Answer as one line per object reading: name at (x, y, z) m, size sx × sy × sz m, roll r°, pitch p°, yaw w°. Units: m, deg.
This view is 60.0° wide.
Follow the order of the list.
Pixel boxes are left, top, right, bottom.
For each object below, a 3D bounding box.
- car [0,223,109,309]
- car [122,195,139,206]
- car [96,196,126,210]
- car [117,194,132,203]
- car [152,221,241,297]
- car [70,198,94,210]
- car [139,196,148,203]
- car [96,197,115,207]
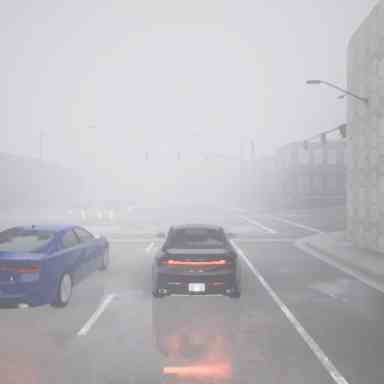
car at (-3.401, 1.477, 7.979) m, size 1.882 × 1.535 × 5.008 m, roll 0°, pitch 0°, yaw 0°
car at (-10.427, 1.593, 54.566) m, size 1.895 × 1.301 × 4.718 m, roll 0°, pitch 0°, yaw -1°
car at (-10.478, 1.595, 43.206) m, size 1.895 × 1.301 × 4.718 m, roll 0°, pitch 0°, yaw 3°
car at (-13.801, 1.330, 68.508) m, size 2.097 × 1.767 × 4.553 m, roll 0°, pitch 0°, yaw 0°
car at (0.104, 1.504, 8.525) m, size 1.837 × 1.490 × 4.892 m, roll 0°, pitch 0°, yaw 0°
car at (-13.970, 1.520, 42.625) m, size 1.812 × 1.442 × 4.674 m, roll 0°, pitch 0°, yaw 1°
car at (-10.299, 1.512, 69.074) m, size 1.812 × 1.442 × 4.674 m, roll 0°, pitch 0°, yaw 0°
car at (-13.927, 1.519, 53.584) m, size 1.812 × 1.442 × 4.674 m, roll 0°, pitch 0°, yaw 0°
